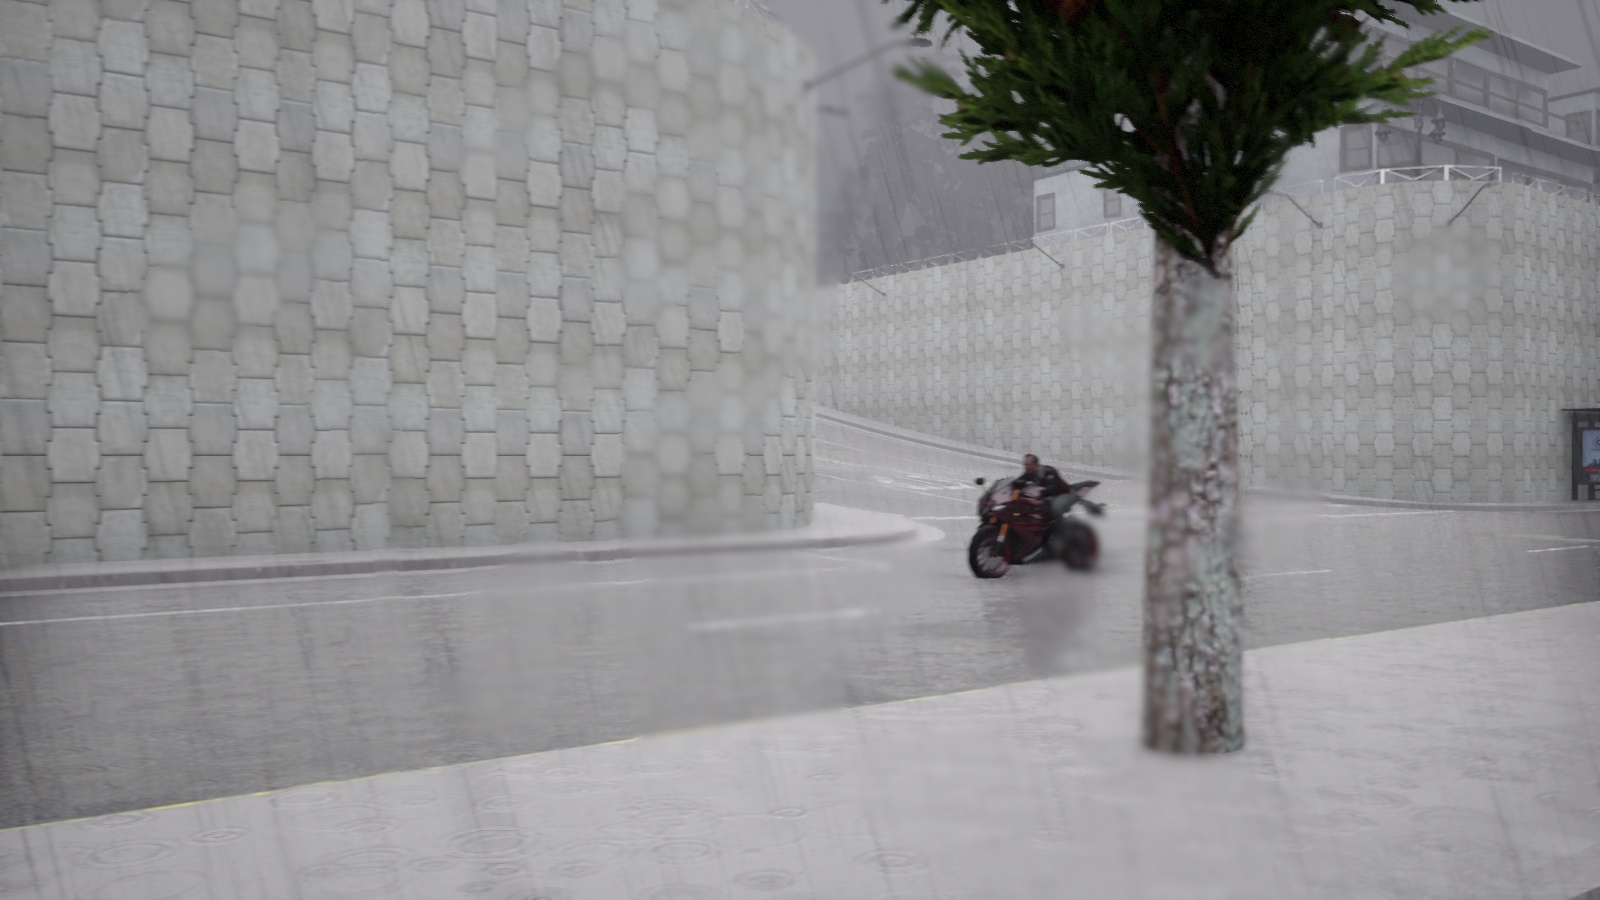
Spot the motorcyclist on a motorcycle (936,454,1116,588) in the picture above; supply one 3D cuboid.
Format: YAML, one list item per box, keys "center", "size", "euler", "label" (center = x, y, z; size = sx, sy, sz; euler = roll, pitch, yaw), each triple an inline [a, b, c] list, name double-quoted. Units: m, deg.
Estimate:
- center: [2.776, 0.811, 15.337]
  size: [2.191, 1.530, 0.866]
  euler: [0, 0, -35]
  label: "motorcyclist on a motorcycle"
